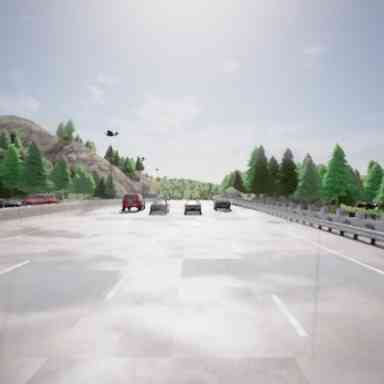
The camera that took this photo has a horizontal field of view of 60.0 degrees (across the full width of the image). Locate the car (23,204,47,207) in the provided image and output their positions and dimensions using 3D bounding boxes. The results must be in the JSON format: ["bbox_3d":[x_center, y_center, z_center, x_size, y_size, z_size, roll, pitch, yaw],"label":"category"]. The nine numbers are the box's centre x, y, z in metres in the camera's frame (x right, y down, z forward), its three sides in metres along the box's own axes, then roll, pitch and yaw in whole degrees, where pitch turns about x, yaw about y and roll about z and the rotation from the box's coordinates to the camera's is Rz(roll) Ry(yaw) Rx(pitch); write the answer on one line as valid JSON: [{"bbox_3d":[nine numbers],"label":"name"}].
[{"bbox_3d":[-17.586,1.217,38.474,2.150,2.045,5.566,0,-1,0],"label":"car"}]

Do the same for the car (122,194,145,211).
[{"bbox_3d":[-6.910,1.225,39.790,2.150,2.045,5.566,0,-1,0],"label":"car"}]

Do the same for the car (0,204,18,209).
[{"bbox_3d":[-21.089,1.583,36.618,1.895,1.301,4.718,0,0,0],"label":"car"}]

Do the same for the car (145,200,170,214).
[{"bbox_3d":[-3.400,1.523,35.433,2.033,1.411,5.357,0,0,0],"label":"car"}]

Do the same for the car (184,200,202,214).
[{"bbox_3d":[0.099,1.522,35.416,2.033,1.411,5.357,0,0,0],"label":"car"}]

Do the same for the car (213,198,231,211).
[{"bbox_3d":[3.600,1.488,40.635,1.882,1.535,5.008,0,-1,0],"label":"car"}]
